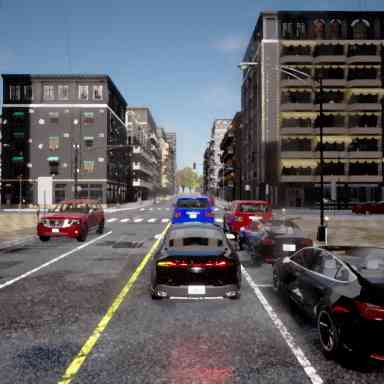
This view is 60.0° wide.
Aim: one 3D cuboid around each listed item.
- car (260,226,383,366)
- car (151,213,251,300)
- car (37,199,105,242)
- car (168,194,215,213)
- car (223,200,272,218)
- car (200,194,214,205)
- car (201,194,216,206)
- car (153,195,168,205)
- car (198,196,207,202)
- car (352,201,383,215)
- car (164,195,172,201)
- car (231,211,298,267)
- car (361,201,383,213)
[{"bbox_3d":[2.687,1.568,5.795,1.947,1.339,4.313,1,0,0],"label":"car"},{"bbox_3d":[0.075,1.508,8.388,1.837,1.490,4.892,0,0,0],"label":"car"},{"bbox_3d":[-5.798,1.322,16.636,2.192,1.841,5.009,1,0,0],"label":"car"},{"bbox_3d":[0.042,1.229,18.304,2.150,2.045,5.566,0,0,0],"label":"car"},{"bbox_3d":[2.729,1.322,16.670,2.192,1.841,5.009,1,0,0],"label":"car"},{"bbox_3d":[2.632,1.342,60.445,2.192,1.841,5.009,1,0,0],"label":"car"},{"bbox_3d":[2.660,1.339,54.745,2.192,1.841,5.009,1,0,0],"label":"car"},{"bbox_3d":[-5.995,1.578,60.352,2.008,1.369,4.403,1,0,0],"label":"car"},{"bbox_3d":[2.451,1.601,77.529,1.947,1.339,4.313,1,0,0],"label":"car"},{"bbox_3d":[17.183,1.581,31.079,4.206,1.307,1.802,0,-1,0],"label":"car"},{"bbox_3d":[-5.947,1.564,82.966,1.752,1.417,4.829,1,0,0],"label":"car"},{"bbox_3d":[2.669,1.570,11.234,1.947,1.339,4.313,1,0,0],"label":"car"},{"bbox_3d":[22.669,1.743,39.488,4.313,1.339,1.947,0,-1,0],"label":"car"}]
